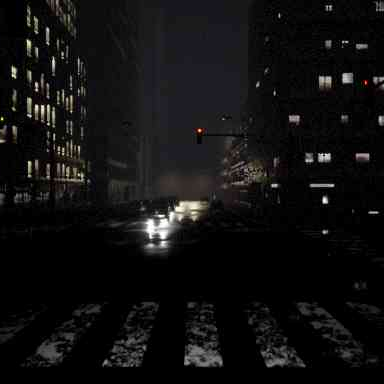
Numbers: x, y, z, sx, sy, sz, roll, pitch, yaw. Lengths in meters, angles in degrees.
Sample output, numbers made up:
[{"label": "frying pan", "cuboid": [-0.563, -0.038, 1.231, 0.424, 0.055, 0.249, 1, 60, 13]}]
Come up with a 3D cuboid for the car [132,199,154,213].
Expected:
[{"label": "car", "cuboid": [-5.604, 1.567, 38.648, 1.947, 1.339, 4.313, -1, 0, 0]}]

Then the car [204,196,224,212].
[{"label": "car", "cuboid": [2.775, 1.551, 38.627, 2.008, 1.369, 4.403, -1, 0, 0]}]

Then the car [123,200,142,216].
[{"label": "car", "cuboid": [-5.620, 1.526, 32.824, 1.752, 1.417, 4.829, -1, 0, 0]}]

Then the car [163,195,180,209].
[{"label": "car", "cuboid": [-2.991, 1.492, 40.459, 2.128, 1.511, 4.902, 0, 0, 0]}]

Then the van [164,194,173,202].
[{"label": "van", "cuboid": [-5.505, 1.346, 78.231, 1.690, 1.788, 3.998, -1, 0, 0]}]

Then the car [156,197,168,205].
[{"label": "car", "cuboid": [-5.545, 1.585, 61.266, 1.802, 1.307, 4.206, -1, 0, 0]}]

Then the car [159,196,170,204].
[{"label": "car", "cuboid": [-5.531, 1.548, 66.921, 1.887, 1.381, 4.507, -1, 0, 0]}]

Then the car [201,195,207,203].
[{"label": "car", "cuboid": [2.862, 1.444, 72.555, 1.967, 1.590, 4.097, -1, 0, 0]}]

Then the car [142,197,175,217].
[{"label": "car", "cuboid": [-3.021, 1.492, 30.974, 2.128, 1.511, 4.902, 0, 0, 0]}]

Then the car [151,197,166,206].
[{"label": "car", "cuboid": [-5.560, 1.547, 55.612, 1.887, 1.381, 4.507, -1, 0, 0]}]
